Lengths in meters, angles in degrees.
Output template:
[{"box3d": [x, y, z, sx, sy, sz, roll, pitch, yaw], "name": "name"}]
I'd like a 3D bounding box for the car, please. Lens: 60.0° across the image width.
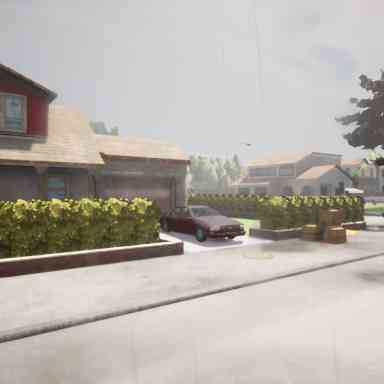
[{"box3d": [0.137, 1.356, 15.506, 2.033, 1.415, 5.357, 0, 0, -33], "name": "car"}]
